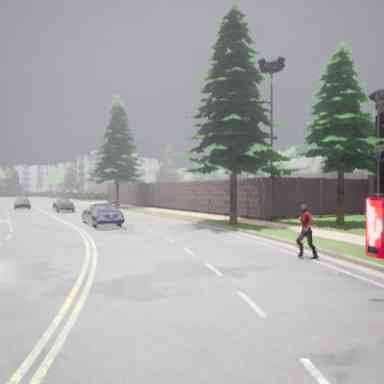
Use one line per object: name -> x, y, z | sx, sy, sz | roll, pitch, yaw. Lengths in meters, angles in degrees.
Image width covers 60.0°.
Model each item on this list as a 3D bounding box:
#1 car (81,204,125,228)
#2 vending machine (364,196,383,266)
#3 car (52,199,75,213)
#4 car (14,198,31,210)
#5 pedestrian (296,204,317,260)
car -> -5.989, 1.501, 22.002 | 2.033, 1.411, 5.357 | 0, 0, -28
vending machine -> 6.202, 1.172, 10.478 | 1.100, 2.100, 0.880 | 0, 0, -12
car -> -14.218, 1.471, 36.717 | 2.033, 1.411, 5.357 | 0, 0, -29
car -> -21.505, 1.460, 42.168 | 2.033, 1.411, 5.357 | 0, 0, -29
pedestrian -> 3.695, 1.270, 10.809 | 0.375, 1.860, 0.375 | 0, 0, -13
